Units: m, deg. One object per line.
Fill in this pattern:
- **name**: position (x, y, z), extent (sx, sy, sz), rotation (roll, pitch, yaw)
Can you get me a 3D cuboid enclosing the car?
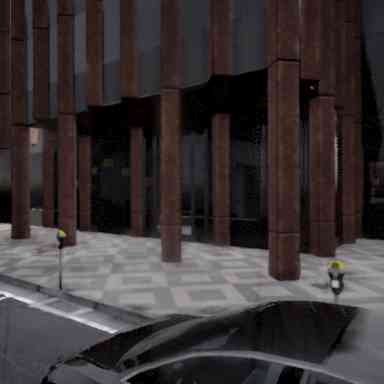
- **car**: position (0.669, 1.570, 2.489), extent (4.313, 1.339, 1.947), rotation (0, 0, 36)
